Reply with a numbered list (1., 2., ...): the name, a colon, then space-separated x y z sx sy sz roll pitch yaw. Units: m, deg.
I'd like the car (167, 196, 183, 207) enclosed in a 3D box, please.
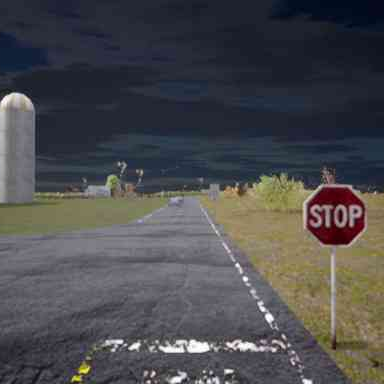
1. car: -2.682 1.563 50.858 1.812 1.442 4.674 0 0 0
